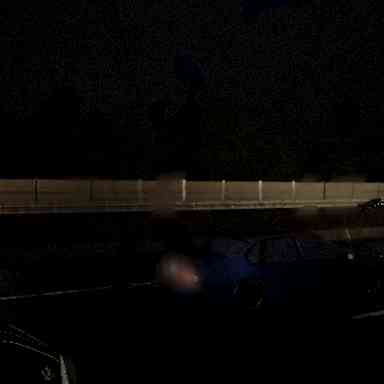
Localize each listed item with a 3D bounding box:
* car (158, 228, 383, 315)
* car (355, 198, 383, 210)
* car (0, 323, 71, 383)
[{"bbox_3d":[1.989,1.539,7.346,5.357,1.411,2.033,0,0,-21],"label":"car"},{"bbox_3d":[18.438,1.411,32.887,4.892,1.490,1.837,0,0,-22],"label":"car"},{"bbox_3d":[-2.933,1.351,1.631,4.553,1.767,2.097,0,0,-22],"label":"car"}]
